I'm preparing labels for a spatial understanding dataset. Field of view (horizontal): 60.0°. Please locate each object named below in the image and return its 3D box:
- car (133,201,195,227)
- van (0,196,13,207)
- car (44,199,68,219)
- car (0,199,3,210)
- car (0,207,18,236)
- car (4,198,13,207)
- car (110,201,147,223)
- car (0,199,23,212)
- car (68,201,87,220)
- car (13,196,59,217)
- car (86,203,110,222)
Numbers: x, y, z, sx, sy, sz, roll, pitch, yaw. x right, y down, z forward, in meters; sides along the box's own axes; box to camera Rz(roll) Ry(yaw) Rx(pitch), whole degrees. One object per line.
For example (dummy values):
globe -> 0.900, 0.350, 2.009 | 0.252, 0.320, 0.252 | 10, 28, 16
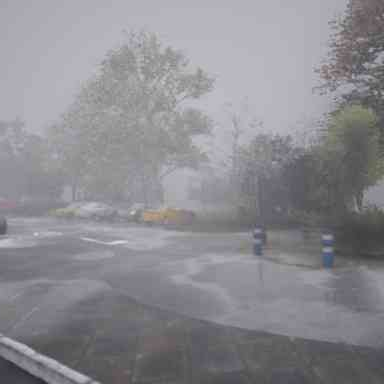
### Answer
car -> -1.715, 1.675, 25.183 | 2.097, 1.535, 5.008 | 0, 0, 36
van -> -19.574, 1.446, 38.304 | 1.878, 1.987, 4.442 | 0, 0, 36
car -> -10.687, 1.670, 31.476 | 1.946, 1.575, 5.366 | 0, 0, 36
car -> -28.497, 1.725, 44.647 | 2.097, 1.535, 5.008 | -1, 0, 36
car -> -11.557, 1.713, 16.136 | 2.163, 1.488, 4.792 | 0, 0, 36
car -> -17.317, 1.700, 36.486 | 2.163, 1.488, 4.792 | 0, 0, 36
car -> -3.936, 1.549, 26.841 | 2.185, 1.767, 4.553 | 0, 0, 36
car -> -24.003, 1.717, 41.412 | 2.163, 1.488, 4.792 | 0, 0, 36
car -> -8.338, 1.713, 29.996 | 2.002, 1.452, 4.674 | 0, 0, 36
car -> -15.043, 1.420, 34.904 | 2.435, 2.045, 5.566 | 0, 0, 36
car -> -6.112, 1.704, 28.347 | 2.163, 1.488, 4.792 | 0, 0, 36
